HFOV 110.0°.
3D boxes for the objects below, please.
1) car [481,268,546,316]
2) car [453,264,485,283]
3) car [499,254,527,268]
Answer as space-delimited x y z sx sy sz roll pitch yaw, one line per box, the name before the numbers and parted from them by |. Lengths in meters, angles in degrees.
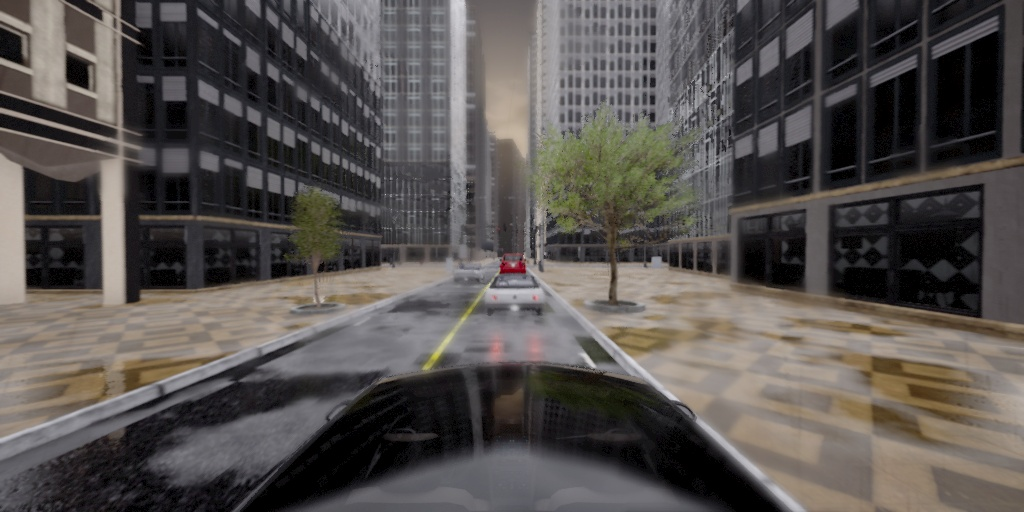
car | 0.098 1.292 13.093 1.895 1.301 4.718 0 0 0
car | -3.043 1.229 26.120 1.895 1.301 4.718 0 0 1
car | 0.095 0.826 31.107 2.150 2.045 5.566 0 0 0
